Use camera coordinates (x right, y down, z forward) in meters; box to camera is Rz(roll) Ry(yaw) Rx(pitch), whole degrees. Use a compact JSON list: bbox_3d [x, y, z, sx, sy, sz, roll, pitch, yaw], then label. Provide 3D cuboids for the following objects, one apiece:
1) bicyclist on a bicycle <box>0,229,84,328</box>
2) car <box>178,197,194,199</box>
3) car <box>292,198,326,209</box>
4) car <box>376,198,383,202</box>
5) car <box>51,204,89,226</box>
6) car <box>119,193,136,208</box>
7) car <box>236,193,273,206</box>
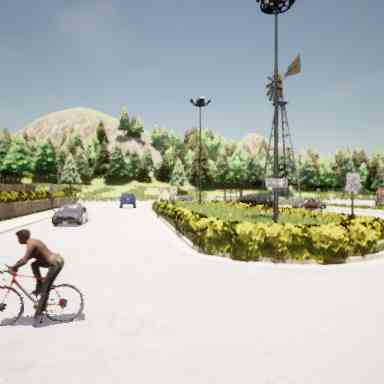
[{"bbox_3d":[-2.685,1.445,5.629,1.656,1.620,0.582,0,0,-11],"label":"bicyclist on a bicycle"},{"bbox_3d":[-1.273,1.417,47.875,5.008,1.535,1.882,0,0,1],"label":"car"},{"bbox_3d":[14.465,1.469,41.117,3.905,1.438,1.784,0,0,-11],"label":"car"},{"bbox_3d":[26.867,1.450,44.740,4.193,1.474,1.816,0,0,-11],"label":"car"},{"bbox_3d":[-8.353,1.518,23.259,2.033,1.411,5.357,0,0,-10],"label":"car"},{"bbox_3d":[-9.240,1.160,47.961,2.150,2.045,5.566,0,0,-11],"label":"car"},{"bbox_3d":[7.902,1.167,42.547,2.150,2.045,5.566,0,0,-29],"label":"car"}]
